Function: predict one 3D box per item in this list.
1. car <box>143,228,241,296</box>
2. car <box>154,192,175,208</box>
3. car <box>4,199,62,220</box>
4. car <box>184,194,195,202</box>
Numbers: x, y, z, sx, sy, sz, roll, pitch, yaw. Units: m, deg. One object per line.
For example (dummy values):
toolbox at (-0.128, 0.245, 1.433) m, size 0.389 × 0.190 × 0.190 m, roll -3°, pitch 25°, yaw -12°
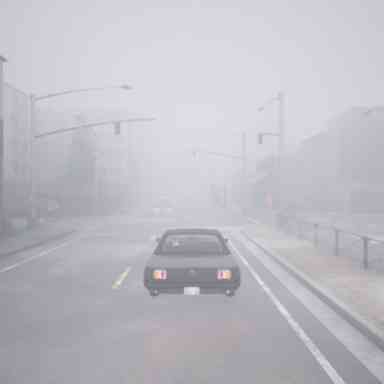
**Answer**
car at (0.006, 1.568, 8.490) m, size 1.895 × 1.301 × 4.718 m, roll 0°, pitch 0°, yaw 0°
car at (-3.913, 1.043, 46.194) m, size 2.150 × 2.045 × 5.566 m, roll 0°, pitch 0°, yaw -1°
car at (-13.611, 1.420, 28.213) m, size 4.553 × 1.767 × 2.097 m, roll 0°, pitch 0°, yaw 3°
car at (-0.476, 1.234, 66.771) m, size 2.128 × 1.511 × 4.902 m, roll 0°, pitch 0°, yaw 0°
